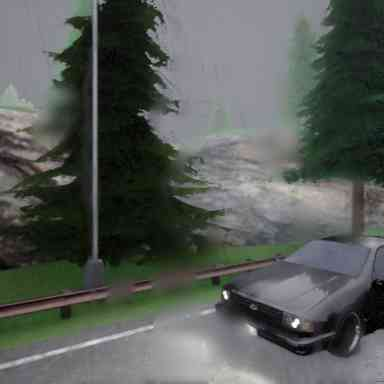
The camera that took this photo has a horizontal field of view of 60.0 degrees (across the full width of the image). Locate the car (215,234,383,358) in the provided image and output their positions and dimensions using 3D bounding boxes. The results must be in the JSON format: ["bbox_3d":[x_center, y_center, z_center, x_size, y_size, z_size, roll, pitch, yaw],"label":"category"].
[{"bbox_3d":[3.019,1.544,6.155,5.357,1.411,2.033,0,0,-34],"label":"car"}]
